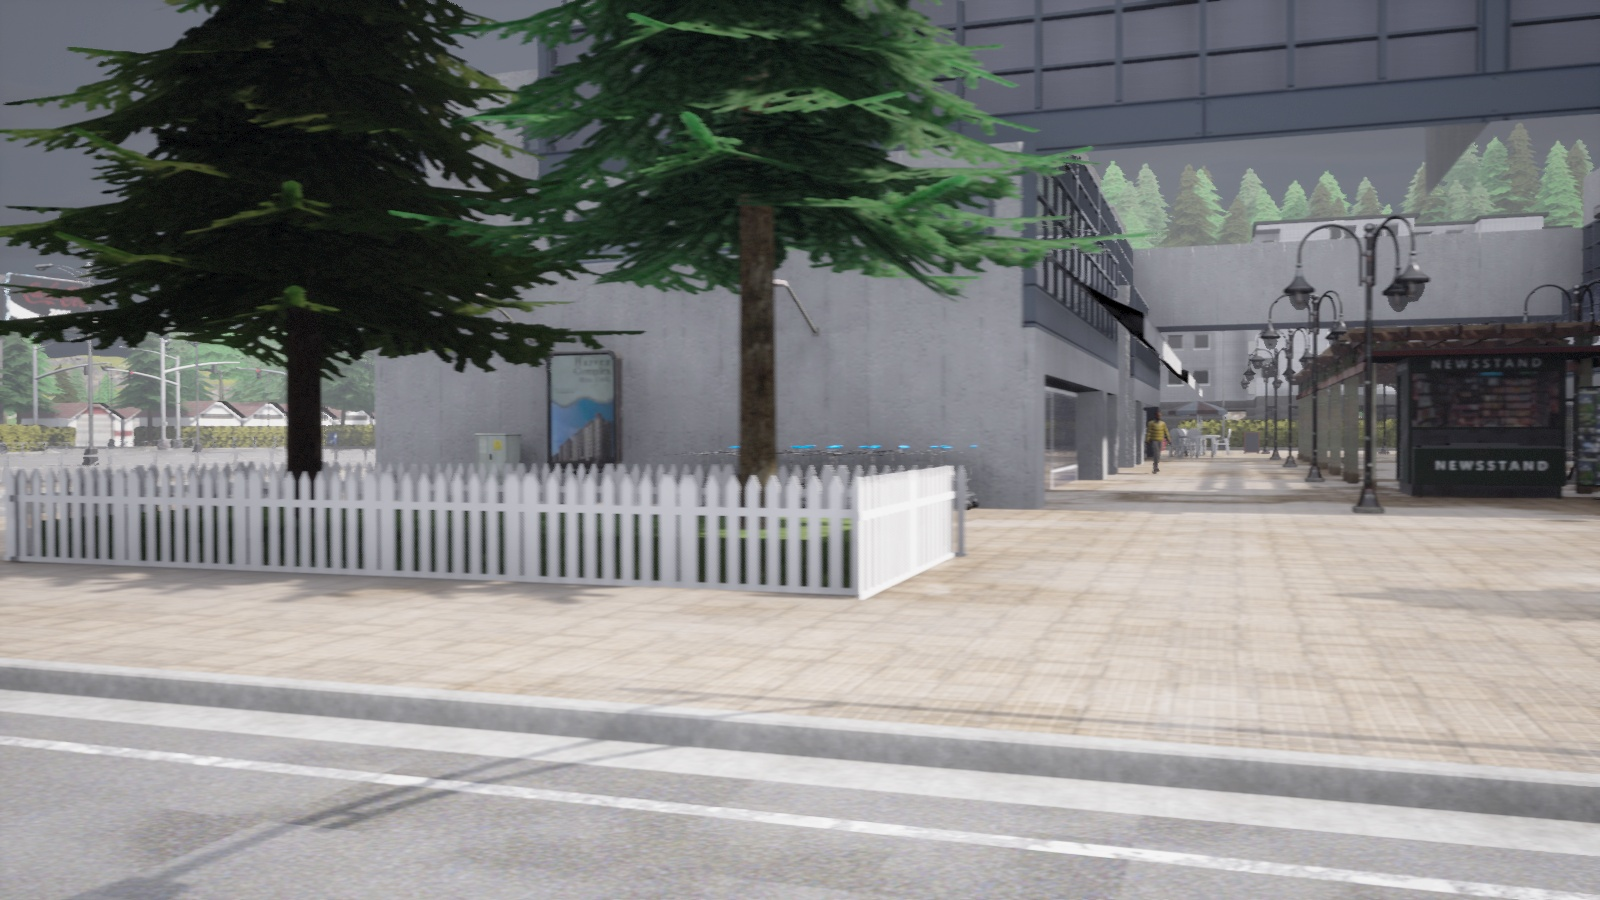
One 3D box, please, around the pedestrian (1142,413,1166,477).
[{"bbox_3d":[10.285,-0.147,36.518,0.431,1.840,0.709,0,1,-6],"label":"pedestrian"}]
